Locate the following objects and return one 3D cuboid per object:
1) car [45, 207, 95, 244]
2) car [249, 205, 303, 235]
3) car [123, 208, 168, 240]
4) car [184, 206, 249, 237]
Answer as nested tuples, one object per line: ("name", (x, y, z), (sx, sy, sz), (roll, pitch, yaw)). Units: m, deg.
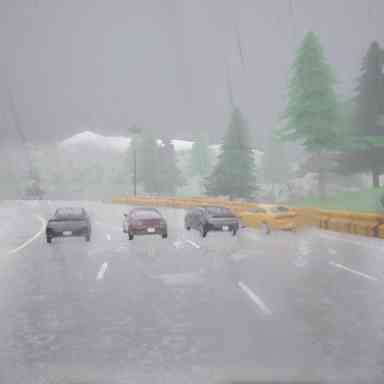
("car", (-5.809, 1.488, 16.033), (2.128, 1.511, 4.902), (0, 0, -16))
("car", (4.279, 1.456, 18.934), (1.882, 1.535, 5.008), (0, 0, -16))
("car", (-2.447, 1.524, 17.001), (1.812, 1.442, 4.674), (0, 0, -16))
("car", (0.916, 1.479, 17.966), (2.128, 1.511, 4.902), (0, 0, -16))
